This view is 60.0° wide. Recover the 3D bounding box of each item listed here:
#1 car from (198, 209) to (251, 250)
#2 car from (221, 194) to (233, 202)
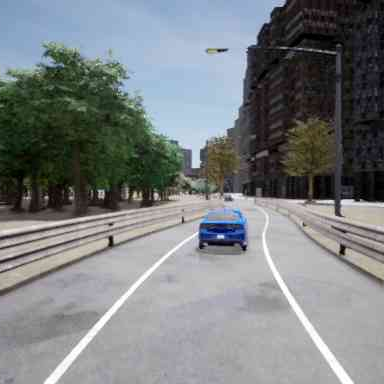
[{"bbox_3d":[1.501,1.501,14.591,1.882,1.535,5.008,0,0,11],"label":"car"},{"bbox_3d":[8.104,1.304,77.676,2.097,1.767,4.553,0,0,-6],"label":"car"}]
